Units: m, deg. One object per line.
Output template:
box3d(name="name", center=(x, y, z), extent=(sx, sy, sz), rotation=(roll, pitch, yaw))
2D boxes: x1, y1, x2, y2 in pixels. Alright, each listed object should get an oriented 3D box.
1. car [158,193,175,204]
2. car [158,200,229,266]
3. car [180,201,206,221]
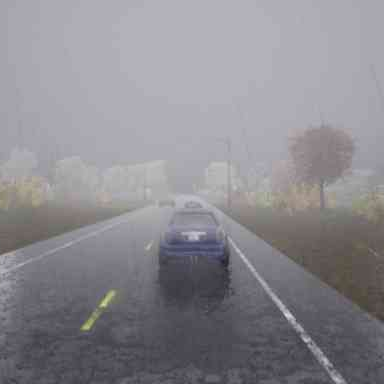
box3d(name="car", center=(-3.588, 1.160, 48.529), extent=(2.150, 2.045, 5.566), rotation=(0, 0, 0))
box3d(name="car", center=(0.065, 1.333, 11.663), extent=(2.097, 1.767, 4.553), rotation=(0, 0, 0))
box3d(name="car", center=(0.068, 1.523, 27.296), extent=(1.994, 1.385, 4.181), rotation=(0, 0, 0))
